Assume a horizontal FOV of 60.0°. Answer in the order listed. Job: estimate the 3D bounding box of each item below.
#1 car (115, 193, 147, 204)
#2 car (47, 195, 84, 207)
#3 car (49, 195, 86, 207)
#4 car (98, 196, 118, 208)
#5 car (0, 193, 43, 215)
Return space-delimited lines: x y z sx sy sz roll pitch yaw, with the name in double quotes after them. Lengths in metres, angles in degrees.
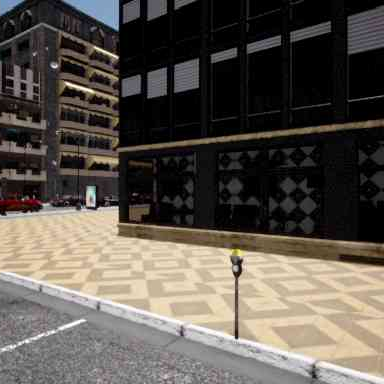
-8.869 0.853 48.509 1.812 1.442 4.674 0 1 35 "car"
-16.141 1.074 42.654 1.802 1.307 4.206 1 2 35 "car"
-14.674 1.082 40.265 1.994 1.385 4.181 0 1 35 "car"
-9.247 1.072 37.891 1.947 1.339 4.313 1 2 35 "car"
-15.620 1.029 28.805 2.192 1.841 5.009 1 2 35 "car"
